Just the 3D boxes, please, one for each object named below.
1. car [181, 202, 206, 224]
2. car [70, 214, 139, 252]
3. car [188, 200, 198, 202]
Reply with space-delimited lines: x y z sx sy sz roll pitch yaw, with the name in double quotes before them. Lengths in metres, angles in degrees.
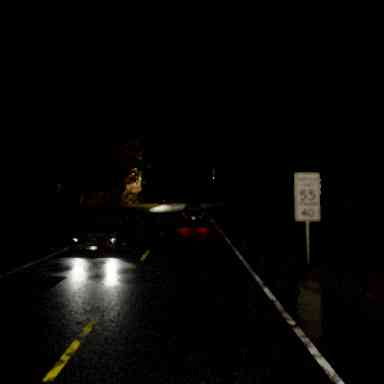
"car" 0.112 1.780 26.807 1.812 1.442 4.674 0 -1 0
"car" -3.577 1.680 14.724 2.033 1.411 5.357 0 -1 0
"car" 0.129 1.792 43.015 2.097 1.767 4.553 0 -1 0
